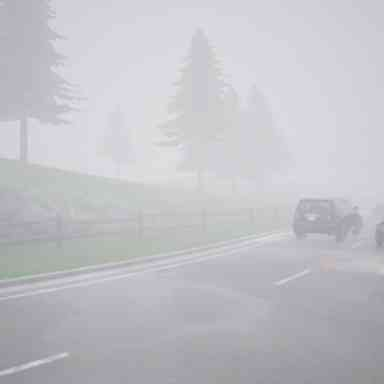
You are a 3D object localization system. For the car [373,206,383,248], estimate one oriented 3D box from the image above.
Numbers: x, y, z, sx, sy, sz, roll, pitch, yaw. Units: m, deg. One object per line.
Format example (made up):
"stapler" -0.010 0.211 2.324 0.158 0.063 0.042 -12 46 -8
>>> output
"car" 9.227 1.519 14.245 2.128 1.511 4.902 -1 -1 39

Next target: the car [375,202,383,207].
"car" 19.017 1.638 32.480 1.994 1.385 4.181 -1 -1 38

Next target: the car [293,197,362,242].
"car" 7.015 1.288 16.999 2.150 2.045 5.566 -1 -1 38
